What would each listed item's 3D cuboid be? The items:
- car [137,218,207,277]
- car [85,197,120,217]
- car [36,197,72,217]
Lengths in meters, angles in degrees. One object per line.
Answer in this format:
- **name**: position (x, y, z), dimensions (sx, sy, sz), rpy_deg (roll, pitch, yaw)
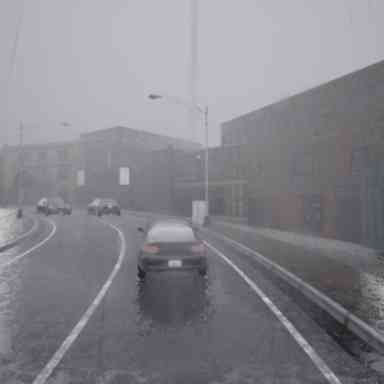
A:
- **car**: position (-0.699, 1.525, 10.205), dimensions (1.812, 1.442, 4.674), rpy_deg (0, 0, -7)
- **car**: position (-8.378, 1.333, 31.022), dimensions (2.097, 1.767, 4.553), rpy_deg (1, 0, -34)
- **car**: position (-12.884, 1.282, 30.997), dimensions (2.097, 1.767, 4.553), rpy_deg (1, 0, -40)
